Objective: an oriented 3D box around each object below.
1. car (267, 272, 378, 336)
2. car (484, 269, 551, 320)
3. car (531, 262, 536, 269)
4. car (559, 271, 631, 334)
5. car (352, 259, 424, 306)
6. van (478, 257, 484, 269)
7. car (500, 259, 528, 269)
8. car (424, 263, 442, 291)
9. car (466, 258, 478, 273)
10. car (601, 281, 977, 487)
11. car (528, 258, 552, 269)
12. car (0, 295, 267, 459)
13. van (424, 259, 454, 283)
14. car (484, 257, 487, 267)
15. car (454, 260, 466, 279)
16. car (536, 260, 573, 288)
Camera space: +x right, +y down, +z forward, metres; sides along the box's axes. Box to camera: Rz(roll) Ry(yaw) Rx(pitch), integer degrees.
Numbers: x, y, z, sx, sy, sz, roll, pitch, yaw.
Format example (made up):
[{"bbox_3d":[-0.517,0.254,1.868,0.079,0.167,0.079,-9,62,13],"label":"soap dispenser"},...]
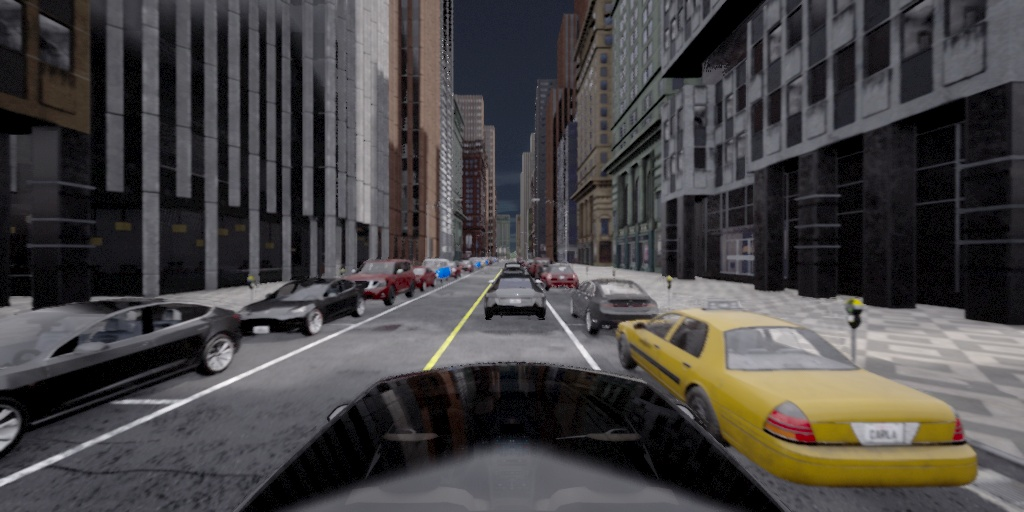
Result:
[{"bbox_3d":[-5.761,1.323,10.425,1.948,1.339,4.313,0,0,0],"label":"car"},{"bbox_3d":[0.102,1.323,12.774,1.994,1.385,4.181,0,0,0],"label":"car"},{"bbox_3d":[2.766,1.338,27.343,1.948,1.339,4.313,0,0,0],"label":"car"},{"bbox_3d":[2.763,1.308,10.434,2.007,1.370,4.403,0,0,0],"label":"car"},{"bbox_3d":[-5.761,1.077,16.061,2.192,1.841,5.009,0,0,0],"label":"car"},{"bbox_3d":[-5.756,1.138,55.518,1.690,1.789,3.998,0,0,0],"label":"van"},{"bbox_3d":[0.104,1.279,29.564,1.837,1.490,4.892,0,0,0],"label":"car"},{"bbox_3d":[-5.760,1.312,21.698,1.888,1.381,4.507,0,0,0],"label":"car"},{"bbox_3d":[-5.757,1.227,44.245,1.967,1.591,4.097,0,0,0],"label":"car"},{"bbox_3d":[2.763,1.278,4.968,1.751,1.417,4.829,0,0,0],"label":"car"},{"bbox_3d":[2.766,1.091,32.980,2.192,1.841,5.009,0,0,0],"label":"car"},{"bbox_3d":[-5.762,1.319,4.788,1.948,1.339,4.313,0,0,0],"label":"car"},{"bbox_3d":[-5.759,1.113,27.335,1.690,1.789,3.998,0,0,0],"label":"van"},{"bbox_3d":[-5.755,1.328,60.985,1.751,1.417,4.829,0,0,0],"label":"car"},{"bbox_3d":[-5.759,1.217,32.972,1.967,1.591,4.097,0,0,0],"label":"car"},{"bbox_3d":[2.765,1.207,21.706,1.967,1.591,4.097,0,0,0],"label":"car"}]
